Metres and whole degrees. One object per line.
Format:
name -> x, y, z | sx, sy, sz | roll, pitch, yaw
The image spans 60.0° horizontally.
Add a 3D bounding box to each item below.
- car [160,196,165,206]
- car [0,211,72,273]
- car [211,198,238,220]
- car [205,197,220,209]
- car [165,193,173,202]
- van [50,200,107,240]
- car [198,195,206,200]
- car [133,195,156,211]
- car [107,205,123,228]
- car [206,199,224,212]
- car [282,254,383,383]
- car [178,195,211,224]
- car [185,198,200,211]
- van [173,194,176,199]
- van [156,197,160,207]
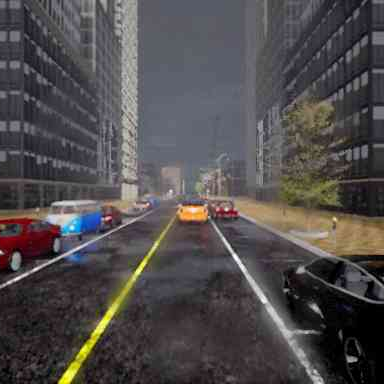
car -> -5.716, 1.485, 50.516 | 1.947, 1.339, 4.313 | 0, 0, 0
car -> -5.694, 1.531, 10.670 | 1.887, 1.381, 4.507 | 0, 0, 0
car -> 2.678, 1.399, 27.736 | 1.967, 1.590, 4.097 | 0, 0, 0
car -> 2.668, 1.454, 44.983 | 1.752, 1.417, 4.829 | 0, 0, 0
car -> -5.729, 1.402, 73.113 | 1.752, 1.417, 4.829 | 0, 0, 0
van -> -5.696, 1.319, 16.362 | 1.690, 1.788, 3.998 | 0, 0, 0
car -> 2.642, 1.391, 90.348 | 2.008, 1.369, 4.403 | 0, 0, 0
car -> -5.709, 1.380, 39.130 | 1.967, 1.590, 4.097 | 0, 0, 0
car -> -5.700, 1.551, 22.055 | 1.802, 1.307, 4.206 | 0, 0, 0
car -> 2.671, 1.521, 39.121 | 1.802, 1.307, 4.206 | 0, 0, 0
car -> 2.690, 1.559, 4.970 | 1.947, 1.339, 4.313 | 0, 0, 0
car -> 0.085, 1.316, 24.595 | 2.097, 1.767, 4.553 | 0, 0, 0
car -> 0.077, 1.461, 41.571 | 1.812, 1.442, 4.674 | 0, 0, 0
van -> -5.734, 1.194, 84.667 | 1.690, 1.788, 3.998 | 0, 0, 0
van -> -5.712, 1.271, 44.823 | 1.690, 1.788, 3.998 | 0, 0, 0
